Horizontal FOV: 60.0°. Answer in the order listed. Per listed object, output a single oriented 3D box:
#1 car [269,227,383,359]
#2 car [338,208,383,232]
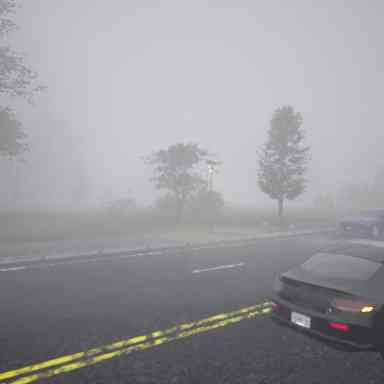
[{"bbox_3d":[3.346,1.587,5.844,4.674,1.442,1.812,1,0,-36],"label":"car"},{"bbox_3d":[10.383,1.674,19.127,5.008,1.535,1.882,1,0,-36],"label":"car"}]
